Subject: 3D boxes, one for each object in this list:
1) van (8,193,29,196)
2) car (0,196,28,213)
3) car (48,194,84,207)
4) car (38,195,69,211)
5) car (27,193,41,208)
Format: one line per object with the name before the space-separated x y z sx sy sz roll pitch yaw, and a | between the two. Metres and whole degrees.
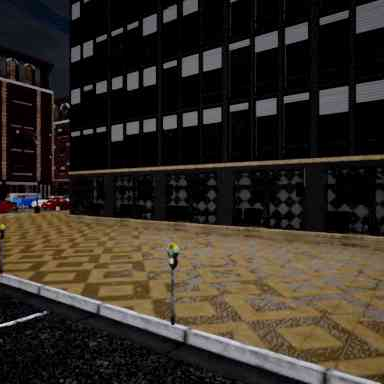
van | -19.988 1.050 39.590 1.690 1.788 3.998 1 1 35
car | -18.699 1.351 32.068 1.994 1.385 4.181 0 1 35
car | -16.751 1.079 44.230 1.967 1.590 4.097 1 1 35
car | -13.512 1.269 35.105 1.887 1.381 4.507 1 1 35
car | -16.780 1.213 39.904 1.812 1.442 4.674 0 1 35
